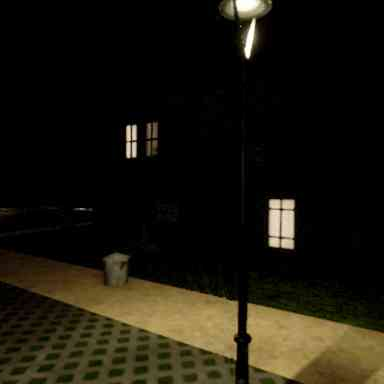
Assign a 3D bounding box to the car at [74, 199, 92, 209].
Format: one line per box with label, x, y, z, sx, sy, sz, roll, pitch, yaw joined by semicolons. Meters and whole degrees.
car;-15.550;1.754;50.806;2.033;1.411;5.357;1;0;20
